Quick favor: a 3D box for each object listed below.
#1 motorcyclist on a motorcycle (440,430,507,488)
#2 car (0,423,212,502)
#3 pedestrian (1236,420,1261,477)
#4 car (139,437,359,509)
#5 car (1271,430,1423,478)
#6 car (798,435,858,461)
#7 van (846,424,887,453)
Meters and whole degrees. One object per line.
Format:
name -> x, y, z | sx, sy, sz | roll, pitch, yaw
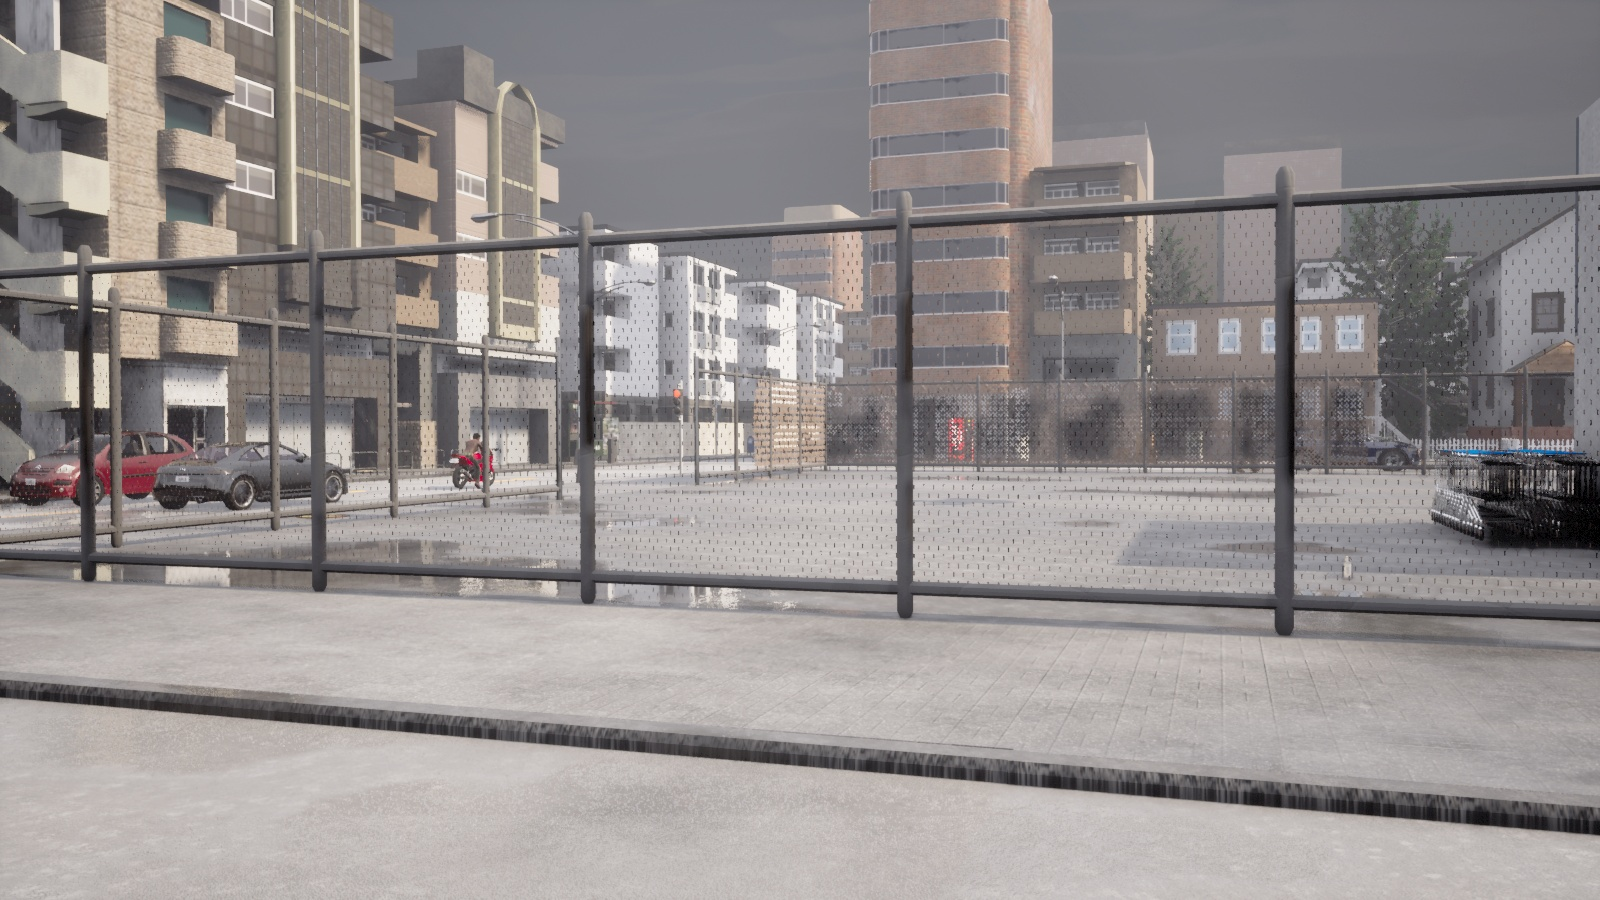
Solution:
motorcyclist on a motorcycle -> -8.945, 0.223, 34.468 | 0.797, 1.523, 2.044 | 1, 1, 19
car -> -15.348, 0.220, 27.950 | 1.851, 1.617, 3.988 | 1, 1, 18
pedestrian -> 14.652, -0.066, 41.053 | 0.703, 1.840, 0.431 | 1, 1, 27
car -> -11.558, 0.420, 26.662 | 1.994, 1.385, 4.181 | 1, 1, 18
car -> 19.504, 0.109, 44.994 | 4.856, 1.649, 2.033 | 1, 1, 20
car -> 1.500, -0.122, 65.895 | 1.895, 1.301, 4.718 | 1, 1, 18
van -> 4.679, -0.807, 87.688 | 1.775, 1.987, 4.442 | 1, 1, 19
